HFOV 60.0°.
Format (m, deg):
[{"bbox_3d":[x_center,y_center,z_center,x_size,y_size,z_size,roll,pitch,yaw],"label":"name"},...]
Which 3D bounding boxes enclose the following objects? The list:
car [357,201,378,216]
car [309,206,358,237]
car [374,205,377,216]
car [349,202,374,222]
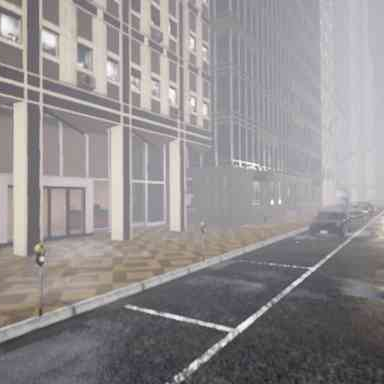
[{"bbox_3d":[20.111,1.832,38.050,1.752,1.417,4.829,-1,-1,33],"label":"car"},{"bbox_3d":[8.034,1.736,19.156,1.947,1.339,4.313,-1,-1,33],"label":"car"},{"bbox_3d":[17.160,1.713,33.436,1.967,1.590,4.097,-1,-1,33],"label":"car"},{"bbox_3d":[14.118,1.789,28.674,2.008,1.369,4.403,-1,-1,33],"label":"car"}]
